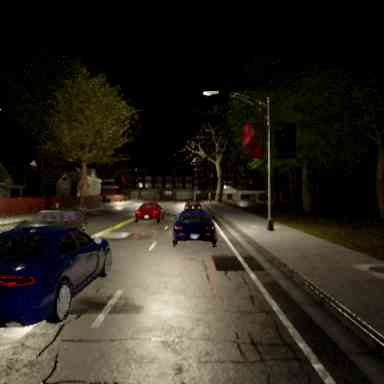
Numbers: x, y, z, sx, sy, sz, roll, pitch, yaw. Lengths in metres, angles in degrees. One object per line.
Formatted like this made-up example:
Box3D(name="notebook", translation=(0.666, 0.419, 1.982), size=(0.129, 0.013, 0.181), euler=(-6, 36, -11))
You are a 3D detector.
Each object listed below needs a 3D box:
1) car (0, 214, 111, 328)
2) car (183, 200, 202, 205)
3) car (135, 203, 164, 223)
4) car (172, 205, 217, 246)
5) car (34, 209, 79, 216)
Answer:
Box3D(name="car", translation=(-3.148, 1.473, 7.170), size=(1.882, 1.535, 5.008), euler=(0, 0, 0))
Box3D(name="car", translation=(0.100, 1.567, 34.279), size=(2.033, 1.411, 5.357), euler=(0, 0, 0))
Box3D(name="car", translation=(-3.148, 1.532, 25.284), size=(1.812, 1.442, 4.674), euler=(0, 0, 0))
Box3D(name="car", translation=(0.100, 1.523, 15.036), size=(1.812, 1.442, 4.674), euler=(0, 0, 0))
Box3D(name="car", translation=(-6.596, 1.544, 15.985), size=(2.033, 1.411, 5.357), euler=(0, 0, 0))
